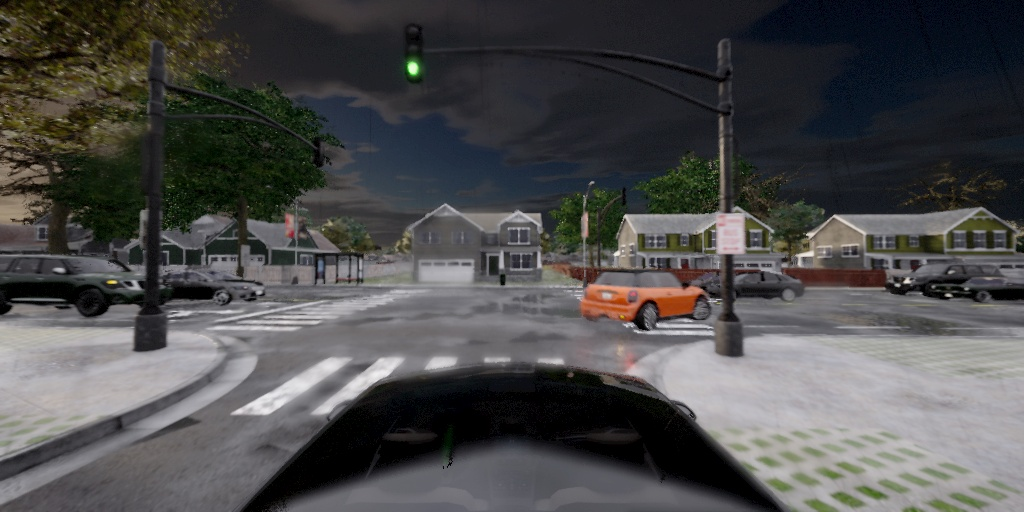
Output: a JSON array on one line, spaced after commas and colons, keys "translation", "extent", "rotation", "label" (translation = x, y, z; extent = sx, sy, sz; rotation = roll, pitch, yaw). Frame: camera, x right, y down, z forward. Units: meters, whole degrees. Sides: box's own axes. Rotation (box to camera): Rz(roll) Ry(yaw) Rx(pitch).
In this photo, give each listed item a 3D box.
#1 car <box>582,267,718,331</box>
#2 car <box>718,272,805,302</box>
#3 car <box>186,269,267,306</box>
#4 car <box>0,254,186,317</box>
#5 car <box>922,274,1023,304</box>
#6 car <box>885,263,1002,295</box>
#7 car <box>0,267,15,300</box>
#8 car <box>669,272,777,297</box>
[{"translation": [4.371, 1.192, 11.463], "extent": [4.553, 1.767, 2.097], "rotation": [1, -1, -38], "label": "car"}, {"translation": [12.400, 1.579, 18.753], "extent": [4.892, 1.490, 1.837], "rotation": [0, -1, 2], "label": "car"}, {"translation": [-13.579, 1.333, 15.871], "extent": [4.902, 1.511, 2.128], "rotation": [0, -1, 1], "label": "car"}, {"translation": [-15.388, 0.970, 12.669], "extent": [5.566, 2.045, 2.150], "rotation": [0, -1, 1], "label": "car"}, {"translation": [24.765, 1.736, 18.488], "extent": [4.718, 1.301, 1.895], "rotation": [0, -1, 2], "label": "car"}, {"translation": [26.143, 1.448, 21.716], "extent": [5.566, 2.045, 2.150], "rotation": [1, -1, 1], "label": "car"}, {"translation": [-26.283, 1.255, 16.151], "extent": [4.902, 1.511, 2.128], "rotation": [0, -1, 1], "label": "car"}, {"translation": [12.778, 1.706, 21.997], "extent": [5.357, 1.411, 2.033], "rotation": [0, -1, 1], "label": "car"}]
